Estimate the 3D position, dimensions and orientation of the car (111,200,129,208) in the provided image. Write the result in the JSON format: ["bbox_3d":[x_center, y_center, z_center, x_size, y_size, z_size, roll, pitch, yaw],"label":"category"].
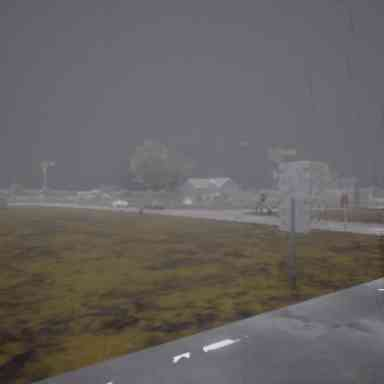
[{"bbox_3d":[-13.019,2.131,60.136,1.812,1.442,4.674,0,-1,-36],"label":"car"}]

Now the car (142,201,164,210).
[{"bbox_3d":[-5.982,2.006,50.398,1.994,1.385,4.181,0,-1,-35],"label":"car"}]
